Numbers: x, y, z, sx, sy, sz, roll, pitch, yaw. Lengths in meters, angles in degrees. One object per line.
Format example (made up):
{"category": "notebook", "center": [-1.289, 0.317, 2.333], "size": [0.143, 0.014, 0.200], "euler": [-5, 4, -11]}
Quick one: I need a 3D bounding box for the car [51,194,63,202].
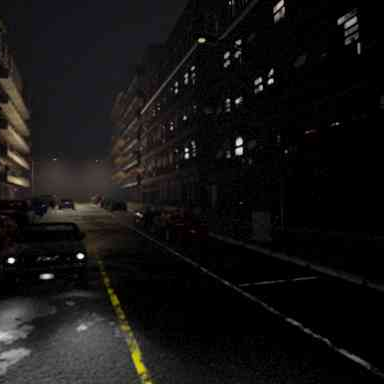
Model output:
{"category": "car", "center": [-30.784, 1.331, 75.814], "size": [2.192, 1.841, 5.009], "euler": [1, -1, -20]}

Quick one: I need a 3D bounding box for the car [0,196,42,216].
{"category": "car", "center": [-10.027, 1.286, 18.631], "size": [2.192, 1.841, 5.009], "euler": [2, -1, -20]}

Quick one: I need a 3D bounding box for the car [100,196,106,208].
{"category": "car", "center": [-10.151, 1.513, 42.053], "size": [1.887, 1.381, 4.507], "euler": [1, -1, -20]}

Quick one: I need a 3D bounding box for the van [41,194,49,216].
{"category": "van", "center": [-13.800, 1.305, 29.026], "size": [1.690, 1.788, 3.998], "euler": [2, -1, -20]}

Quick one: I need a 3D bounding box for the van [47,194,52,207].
{"category": "van", "center": [-15.689, 1.305, 34.226], "size": [1.690, 1.788, 3.998], "euler": [2, -1, -20]}

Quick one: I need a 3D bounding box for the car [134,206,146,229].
{"category": "car", "center": [-2.604, 1.525, 21.259], "size": [2.008, 1.369, 4.403], "euler": [1, 0, -20]}

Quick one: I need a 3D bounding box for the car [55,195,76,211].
{"category": "car", "center": [-15.293, 1.492, 40.584], "size": [1.812, 1.442, 4.674], "euler": [0, 0, -20]}

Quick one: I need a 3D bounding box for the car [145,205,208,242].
{"category": "car", "center": [-0.717, 1.525, 16.059], "size": [1.887, 1.381, 4.507], "euler": [1, 0, -20]}

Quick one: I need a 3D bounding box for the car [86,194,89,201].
{"category": "car", "center": [-23.396, 1.601, 78.437], "size": [1.802, 1.307, 4.206], "euler": [1, -1, -20]}

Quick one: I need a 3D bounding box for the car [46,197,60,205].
{"category": "car", "center": [-25.129, 1.550, 60.218], "size": [1.947, 1.339, 4.313], "euler": [1, -1, -20]}

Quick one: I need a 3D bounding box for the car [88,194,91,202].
{"category": "car", "center": [-19.618, 1.436, 68.039], "size": [1.967, 1.590, 4.097], "euler": [1, -1, -20]}

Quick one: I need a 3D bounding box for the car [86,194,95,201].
{"category": "car", "center": [-27.165, 1.366, 88.838], "size": [2.192, 1.841, 5.009], "euler": [1, -1, -20]}

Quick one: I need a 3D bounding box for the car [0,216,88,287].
{"category": "car", "center": [-4.030, 1.585, 9.559], "size": [1.895, 1.301, 4.718], "euler": [0, 0, -20]}

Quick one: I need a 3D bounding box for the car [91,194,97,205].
{"category": "car", "center": [-15.840, 1.295, 57.641], "size": [2.192, 1.841, 5.009], "euler": [1, -1, -20]}

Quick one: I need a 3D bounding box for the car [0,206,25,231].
{"category": "car", "center": [-8.087, 1.503, 13.270], "size": [1.752, 1.417, 4.829], "euler": [2, -1, -20]}

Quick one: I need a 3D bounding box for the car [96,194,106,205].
{"category": "car", "center": [-12.030, 1.411, 47.256], "size": [1.967, 1.590, 4.097], "euler": [1, -1, -20]}

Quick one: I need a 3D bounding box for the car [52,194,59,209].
{"category": "car", "center": [-19.462, 1.283, 44.623], "size": [2.192, 1.841, 5.009], "euler": [2, -1, -20]}

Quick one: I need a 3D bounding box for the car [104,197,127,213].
{"category": "car", "center": [-8.265, 1.511, 36.855], "size": [1.887, 1.381, 4.507], "euler": [1, -1, -20]}
